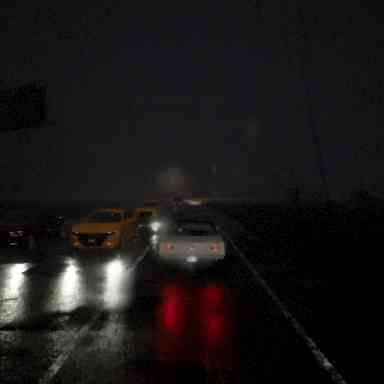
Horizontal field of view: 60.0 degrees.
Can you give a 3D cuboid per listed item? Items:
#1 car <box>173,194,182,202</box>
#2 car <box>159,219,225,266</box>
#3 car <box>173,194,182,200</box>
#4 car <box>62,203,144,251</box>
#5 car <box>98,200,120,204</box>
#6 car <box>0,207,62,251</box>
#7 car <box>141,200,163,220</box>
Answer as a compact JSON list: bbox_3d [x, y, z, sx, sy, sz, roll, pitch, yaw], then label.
[{"bbox_3d":[-3.067,1.465,69.900,1.895,1.301,4.718,0,0,-3],"label":"car"},{"bbox_3d":[0.004,1.592,11.492,1.895,1.301,4.718,0,0,0],"label":"car"},{"bbox_3d":[-3.465,1.223,79.910,1.994,1.385,4.181,0,0,0],"label":"car"},{"bbox_3d":[-3.532,1.466,14.266,1.882,1.535,5.008,0,0,1],"label":"car"},{"bbox_3d":[-7.021,1.453,27.868,1.882,1.535,5.008,0,1,1],"label":"car"},{"bbox_3d":[-7.033,1.465,14.258,1.882,1.535,5.008,0,0,1],"label":"car"},{"bbox_3d":[-3.521,1.454,27.929,1.882,1.535,5.008,0,1,1],"label":"car"}]
